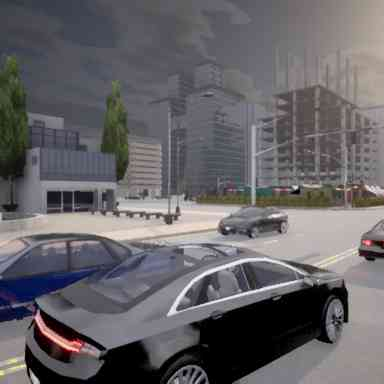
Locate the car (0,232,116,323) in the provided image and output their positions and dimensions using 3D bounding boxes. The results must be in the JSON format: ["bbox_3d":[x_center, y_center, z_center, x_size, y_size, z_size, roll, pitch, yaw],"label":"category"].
[{"bbox_3d":[-2.774,1.547,6.493,5.357,1.411,2.033,0,0,-40],"label":"car"}]

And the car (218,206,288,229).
[{"bbox_3d":[3.333,1.506,17.489,1.837,1.490,4.892,0,-1,43],"label":"car"}]

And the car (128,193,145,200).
[{"bbox_3d":[-14.426,1.154,90.016,1.905,1.878,3.866,0,0,43],"label":"car"}]

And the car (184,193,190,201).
[{"bbox_3d":[-0.175,1.154,76.525,1.905,1.878,3.866,0,0,43],"label":"car"}]

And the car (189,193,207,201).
[{"bbox_3d":[1.916,1.393,74.523,1.970,1.475,3.806,0,0,43],"label":"car"}]

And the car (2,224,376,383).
[{"bbox_3d":[0.401,1.491,4.617,4.902,1.511,2.128,0,0,-41],"label":"car"}]

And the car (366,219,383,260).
[{"bbox_3d":[7.324,1.547,11.326,2.033,1.411,5.357,0,0,43],"label":"car"}]

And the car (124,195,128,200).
[{"bbox_3d":[-16.487,1.151,92.049,1.932,1.855,4.605,0,0,43],"label":"car"}]
